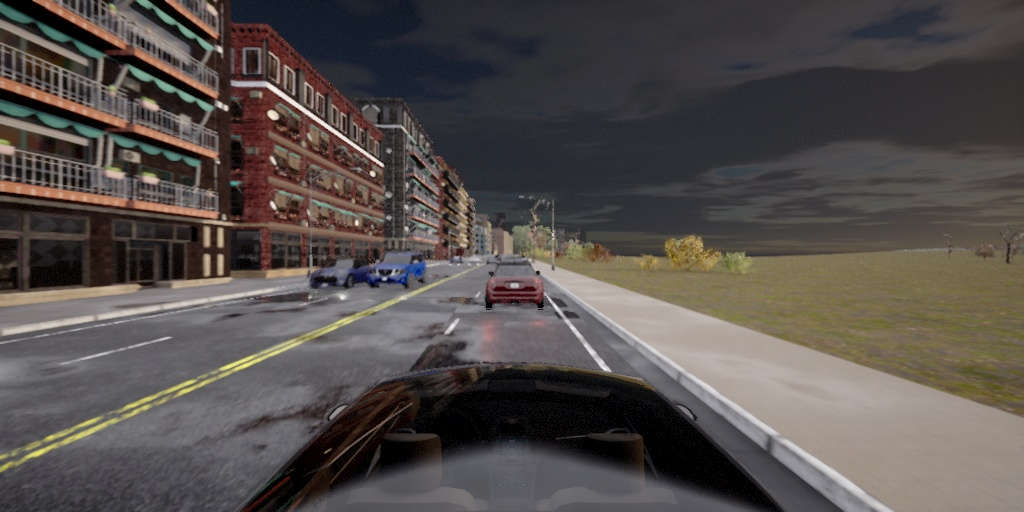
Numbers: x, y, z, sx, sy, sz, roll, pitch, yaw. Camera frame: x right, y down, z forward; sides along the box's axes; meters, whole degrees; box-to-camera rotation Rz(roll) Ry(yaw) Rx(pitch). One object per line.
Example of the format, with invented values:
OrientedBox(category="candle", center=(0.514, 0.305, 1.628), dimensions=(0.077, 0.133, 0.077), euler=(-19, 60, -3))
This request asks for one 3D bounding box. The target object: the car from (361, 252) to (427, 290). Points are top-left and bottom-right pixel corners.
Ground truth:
OrientedBox(category="car", center=(-6.597, 0.789, 21.329), dimensions=(2.150, 2.045, 5.566), euler=(0, 1, 0))

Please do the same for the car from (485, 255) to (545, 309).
OrientedBox(category="car", center=(0.095, 0.986, 14.289), dimensions=(2.097, 1.767, 4.553), euler=(0, 1, 0))

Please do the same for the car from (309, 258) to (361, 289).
OrientedBox(category="car", center=(-9.846, 0.923, 21.092), dimensions=(2.097, 1.767, 4.553), euler=(0, 1, 0))

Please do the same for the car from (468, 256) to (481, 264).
OrientedBox(category="car", center=(-6.524, 0.700, 63.426), dimensions=(1.812, 1.442, 4.674), euler=(0, 1, 0))

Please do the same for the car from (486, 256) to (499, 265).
OrientedBox(category="car", center=(-3.255, 0.765, 60.266), dimensions=(1.994, 1.385, 4.181), euler=(0, 1, 0))

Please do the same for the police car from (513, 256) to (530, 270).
OrientedBox(category="police car", center=(1.132, 0.788, 43.326), dimensions=(1.930, 1.638, 5.238), euler=(0, 1, 0))

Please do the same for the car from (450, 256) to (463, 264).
OrientedBox(category="car", center=(-9.772, 0.702, 63.319), dimensions=(1.812, 1.442, 4.674), euler=(0, 1, 0))
